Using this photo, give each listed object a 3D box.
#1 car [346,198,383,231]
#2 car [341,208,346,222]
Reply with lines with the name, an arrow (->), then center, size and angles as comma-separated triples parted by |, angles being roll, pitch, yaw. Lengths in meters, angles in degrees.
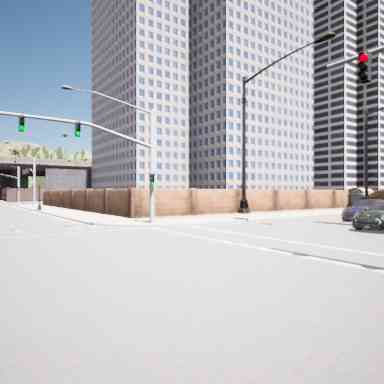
car -> 11.423, 1.346, 19.515 | 4.553, 1.767, 2.097 | 0, 0, -35
car -> 13.251, 1.345, 25.033 | 4.553, 1.767, 2.097 | 0, 0, -35
